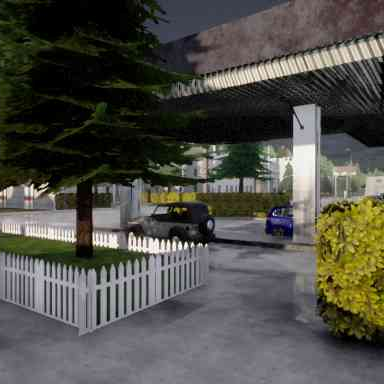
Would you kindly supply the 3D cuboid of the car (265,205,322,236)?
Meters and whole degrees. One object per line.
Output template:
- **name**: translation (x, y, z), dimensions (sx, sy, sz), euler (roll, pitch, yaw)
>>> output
- **car**: translation (5.890, 1.480, 15.937), dimensions (4.611, 1.667, 2.242), euler (0, 0, 35)

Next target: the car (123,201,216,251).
- **car**: translation (-0.912, 1.313, 13.790), dimensions (3.866, 1.878, 1.905), euler (0, 0, 35)

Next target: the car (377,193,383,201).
- **car**: translation (25.851, 1.077, 43.467), dimensions (1.905, 1.878, 3.866), euler (0, 0, 35)

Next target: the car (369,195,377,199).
- **car**: translation (33.119, 1.298, 60.206), dimensions (2.007, 1.523, 4.514), euler (0, 0, 35)
